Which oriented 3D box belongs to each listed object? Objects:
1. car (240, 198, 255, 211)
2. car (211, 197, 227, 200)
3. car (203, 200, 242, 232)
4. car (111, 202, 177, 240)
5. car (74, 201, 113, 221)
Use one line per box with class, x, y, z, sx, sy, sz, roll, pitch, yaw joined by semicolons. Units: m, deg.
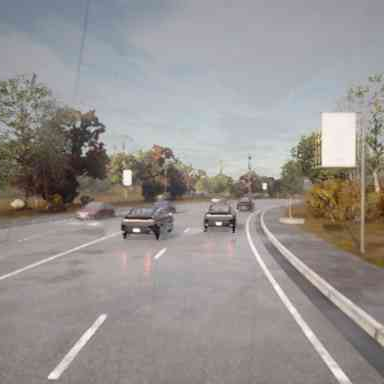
car;6.801;1.563;41.890;1.837;1.490;4.892;0;0;17
car;5.472;1.643;67.071;1.895;1.301;4.718;0;0;25
car;1.818;1.514;20.510;2.128;1.511;4.902;0;0;9
car;-2.168;1.497;17.181;2.128;1.511;4.902;0;0;7
car;-7.834;1.512;27.441;1.812;1.442;4.674;0;0;11
